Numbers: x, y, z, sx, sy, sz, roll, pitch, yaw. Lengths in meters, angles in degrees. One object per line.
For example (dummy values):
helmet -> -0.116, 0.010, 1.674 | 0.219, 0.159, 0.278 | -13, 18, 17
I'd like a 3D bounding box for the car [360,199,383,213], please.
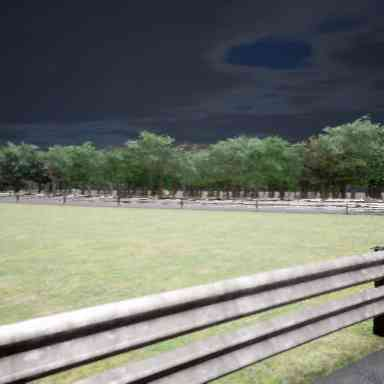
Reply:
car -> 23.440, 1.633, 41.299 | 4.553, 1.767, 2.097 | 0, 0, 22
